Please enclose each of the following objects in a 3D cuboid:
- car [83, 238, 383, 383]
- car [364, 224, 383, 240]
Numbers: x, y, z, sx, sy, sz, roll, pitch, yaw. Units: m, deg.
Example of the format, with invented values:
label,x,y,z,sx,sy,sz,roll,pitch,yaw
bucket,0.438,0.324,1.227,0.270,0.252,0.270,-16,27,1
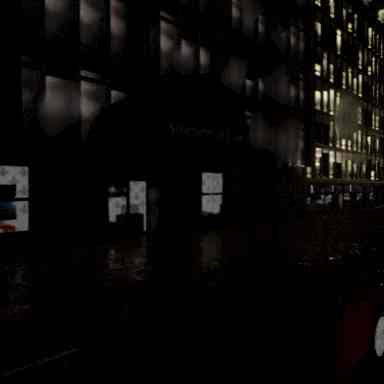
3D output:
label,x,y,z,sx,sy,sz,roll,pitch,yaw
car,0.943,1.497,4.021,4.507,1.381,1.887,0,0,-44
car,5.035,1.469,7.965,4.403,1.369,2.008,0,0,-44
